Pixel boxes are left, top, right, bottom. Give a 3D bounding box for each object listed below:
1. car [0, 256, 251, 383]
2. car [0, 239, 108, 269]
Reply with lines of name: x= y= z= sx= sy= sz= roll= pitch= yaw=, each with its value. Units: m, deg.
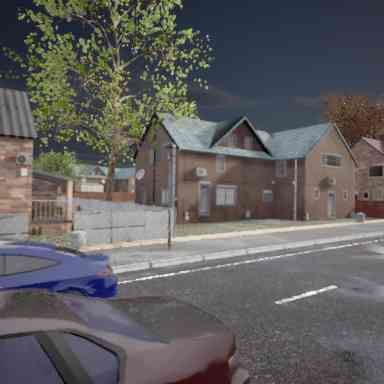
car: x=-2.018 y=1.546 z=2.237 sx=5.357 sy=1.411 sz=2.033 roll=0 pitch=0 yaw=-35
car: x=-3.488 y=1.525 z=5.170 sx=4.674 sy=1.442 sz=1.812 roll=0 pitch=0 yaw=-35
